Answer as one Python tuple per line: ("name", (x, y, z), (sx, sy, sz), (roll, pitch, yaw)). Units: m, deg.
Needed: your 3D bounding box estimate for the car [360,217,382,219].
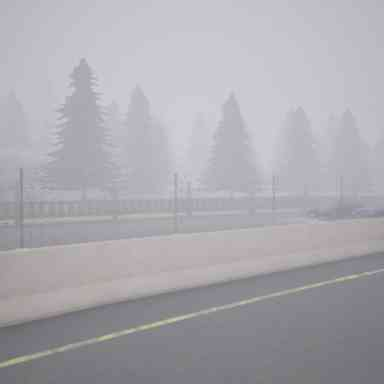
("car", (13.079, 1.329, 22.682), (4.674, 1.442, 1.812), (0, 0, -22))
